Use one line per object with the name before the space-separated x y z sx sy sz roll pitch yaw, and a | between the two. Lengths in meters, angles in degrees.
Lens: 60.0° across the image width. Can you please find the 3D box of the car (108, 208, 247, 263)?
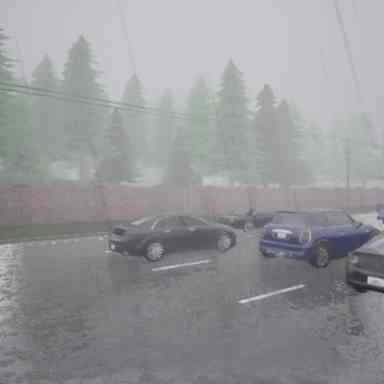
car | -0.537 1.482 11.958 4.892 1.490 1.837 0 0 -35

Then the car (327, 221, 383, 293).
car | 5.293 1.494 7.535 4.674 1.442 1.812 0 0 -36

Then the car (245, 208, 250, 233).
car | 3.608 1.550 19.213 4.718 1.301 1.895 0 0 -35

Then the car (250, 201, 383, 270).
car | 4.417 1.315 11.193 4.553 1.767 2.097 0 0 -35
